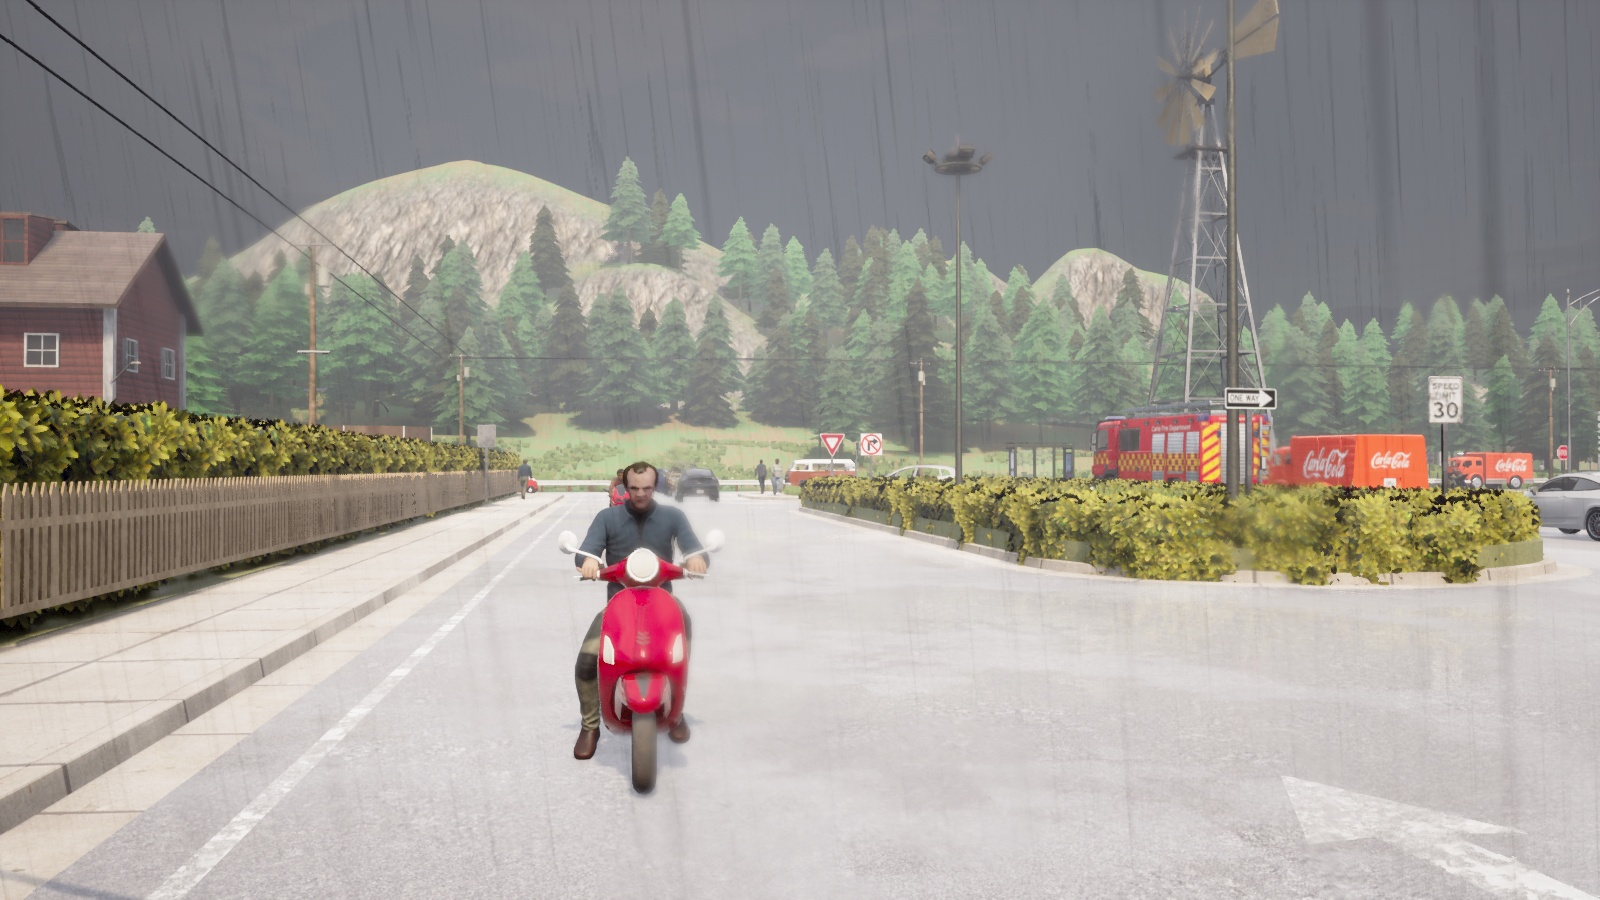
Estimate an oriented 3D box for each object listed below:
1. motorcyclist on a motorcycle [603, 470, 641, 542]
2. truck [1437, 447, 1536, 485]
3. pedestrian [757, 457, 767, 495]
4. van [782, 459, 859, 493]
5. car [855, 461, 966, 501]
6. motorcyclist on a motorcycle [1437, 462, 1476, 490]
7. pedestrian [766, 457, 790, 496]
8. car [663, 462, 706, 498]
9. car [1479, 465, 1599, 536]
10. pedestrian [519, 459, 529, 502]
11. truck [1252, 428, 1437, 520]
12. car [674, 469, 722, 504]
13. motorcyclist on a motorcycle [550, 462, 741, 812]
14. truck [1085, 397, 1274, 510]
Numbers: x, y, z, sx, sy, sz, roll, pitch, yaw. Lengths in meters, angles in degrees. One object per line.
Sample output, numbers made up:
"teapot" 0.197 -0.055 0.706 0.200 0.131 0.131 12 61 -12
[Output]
"motorcyclist on a motorcycle" -3.926 1.201 27.656 0.797 1.523 2.044 0 -1 -8
"truck" 45.565 1.047 83.366 5.204 2.467 2.627 0 -1 -8
"pedestrian" -1.947 1.353 64.647 0.423 1.949 0.788 0 -1 -6
"van" 1.227 1.561 77.067 4.480 2.038 2.069 0 -1 -8
"car" 4.820 1.345 54.410 4.611 1.667 2.242 -1 -1 10
"motorcyclist on a motorcycle" 36.726 1.470 70.310 0.866 1.530 2.191 0 -1 -5
"pedestrian" -1.061 1.291 60.623 0.874 1.855 0.900 0 -1 -21
"car" -6.176 1.577 66.621 1.932 1.855 4.605 0 -1 -9
"car" 17.194 1.056 27.343 1.812 1.442 4.674 0 -1 -8
"pedestrian" -11.929 1.302 54.318 0.370 1.835 0.726 0 -1 -8
"truck" 15.741 0.682 36.715 2.627 2.467 5.204 0 -1 -8
"car" -4.648 1.618 56.599 1.837 1.490 4.892 0 -1 -8
"motorcyclist on a motorcycle" -0.841 0.865 6.701 0.866 1.590 1.817 0 -1 -8
"truck" 13.910 0.158 46.998 2.891 3.827 8.468 0 -1 -13
